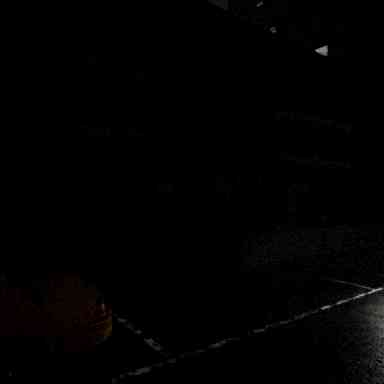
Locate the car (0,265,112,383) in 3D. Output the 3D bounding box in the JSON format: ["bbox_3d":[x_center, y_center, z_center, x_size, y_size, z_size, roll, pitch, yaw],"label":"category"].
[{"bbox_3d":[-3.367,1.525,3.673,4.829,1.417,1.752,0,2,-35],"label":"car"}]
